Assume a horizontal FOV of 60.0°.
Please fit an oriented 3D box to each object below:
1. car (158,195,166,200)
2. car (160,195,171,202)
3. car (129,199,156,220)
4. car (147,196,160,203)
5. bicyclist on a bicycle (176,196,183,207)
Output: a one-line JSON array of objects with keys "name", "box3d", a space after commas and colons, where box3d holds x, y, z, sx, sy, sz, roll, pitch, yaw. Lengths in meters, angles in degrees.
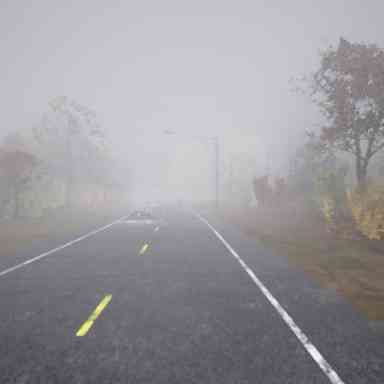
[{"name": "car", "box3d": [-8.332, 1.537, 93.120, 1.837, 1.490, 4.892, 0, 0, -10]}, {"name": "car", "box3d": [-6.031, 1.674, 78.964, 2.128, 1.511, 4.902, 0, 0, -9]}, {"name": "car", "box3d": [-4.531, 1.637, 29.948, 1.812, 1.442, 4.674, 0, 0, -3]}, {"name": "car", "box3d": [-8.476, 1.666, 71.360, 2.128, 1.511, 4.902, 0, 0, -8]}, {"name": "bicyclist on a bicycle", "box3d": [-1.721, 1.589, 52.330, 0.866, 1.612, 1.509, 0, 0, -6]}]
